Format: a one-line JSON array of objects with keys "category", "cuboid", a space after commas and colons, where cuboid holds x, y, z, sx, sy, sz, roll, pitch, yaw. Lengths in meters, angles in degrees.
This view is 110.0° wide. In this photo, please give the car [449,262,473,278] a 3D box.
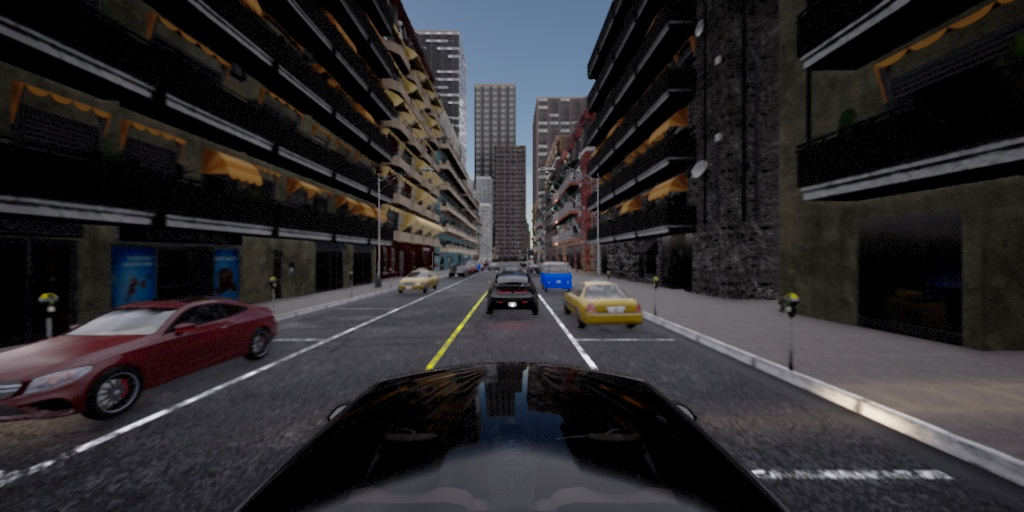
[{"category": "car", "cuboid": [-5.718, 1.641, 38.993, 1.948, 1.339, 4.313, 0, 0, 0]}]

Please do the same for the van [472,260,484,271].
[{"category": "van", "cuboid": [-5.729, 1.564, 55.563, 1.690, 1.789, 3.998, 0, 0, 0]}]

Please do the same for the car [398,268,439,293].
[{"category": "car", "cuboid": [-5.707, 1.455, 22.254, 1.751, 1.417, 4.829, 0, 0, 0]}]

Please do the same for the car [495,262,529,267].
[{"category": "car", "cuboid": [0.025, 1.481, 29.253, 2.128, 1.511, 4.902, 0, 0, 1]}]

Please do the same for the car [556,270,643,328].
[{"category": "car", "cuboid": [2.681, 1.358, 11.540, 1.751, 1.417, 4.829, 0, 0, 0]}]

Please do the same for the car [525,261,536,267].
[{"category": "car", "cuboid": [2.659, 1.675, 44.509, 2.007, 1.370, 4.403, 0, 0, 0]}]

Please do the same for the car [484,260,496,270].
[{"category": "car", "cuboid": [-3.093, 1.784, 59.408, 1.812, 1.442, 4.674, 0, -1, 0]}]

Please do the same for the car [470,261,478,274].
[{"category": "car", "cuboid": [-5.721, 1.670, 44.516, 1.888, 1.381, 4.507, 0, 0, 0]}]

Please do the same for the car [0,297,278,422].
[{"category": "car", "cuboid": [-5.696, 1.368, 5.854, 1.802, 1.307, 4.207, 0, 0, 0]}]

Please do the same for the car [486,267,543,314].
[{"category": "car", "cuboid": [0.036, 1.364, 14.285, 1.837, 1.490, 4.892, 0, 0, 0]}]

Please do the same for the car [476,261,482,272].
[{"category": "car", "cuboid": [-5.725, 1.719, 50.040, 1.888, 1.381, 4.507, 0, 0, 0]}]

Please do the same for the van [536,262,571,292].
[{"category": "van", "cuboid": [2.674, 1.270, 22.417, 1.690, 1.789, 3.998, 0, 0, 0]}]
